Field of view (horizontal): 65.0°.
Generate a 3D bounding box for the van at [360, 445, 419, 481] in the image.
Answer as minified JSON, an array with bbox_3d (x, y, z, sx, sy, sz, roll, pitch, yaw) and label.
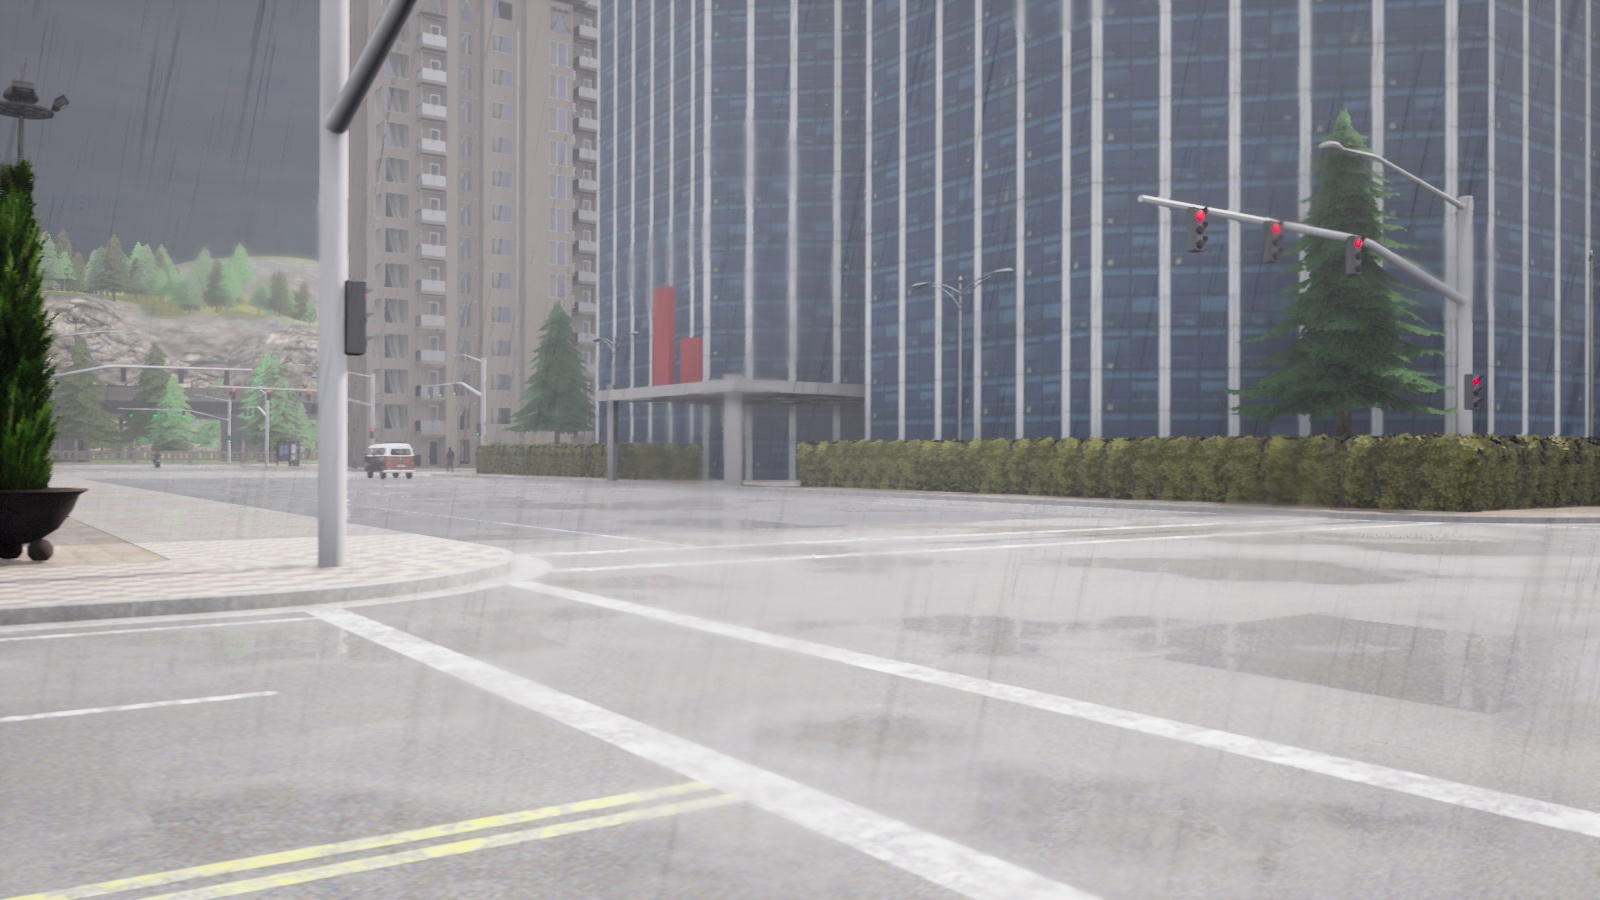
[{"bbox_3d":[-23.786,0.735,72.684,2.069,2.038,4.480,0,0,-35],"label":"van"}]
